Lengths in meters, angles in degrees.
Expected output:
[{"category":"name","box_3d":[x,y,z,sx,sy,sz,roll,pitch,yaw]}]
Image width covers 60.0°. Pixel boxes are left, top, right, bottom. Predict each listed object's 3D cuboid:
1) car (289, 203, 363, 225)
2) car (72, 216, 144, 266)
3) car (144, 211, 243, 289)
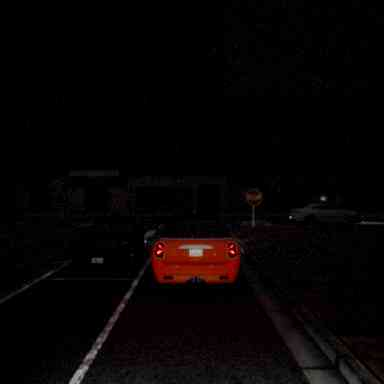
[{"category":"car","box_3d":[8.851,1.440,22.136,4.674,1.442,1.812,0,0,-2]},{"category":"car","box_3d":[-2.641,1.532,11.458,1.947,1.339,4.313,0,0,0]},{"category":"car","box_3d":[0.089,1.324,9.285,2.097,1.767,4.553,0,0,0]}]
